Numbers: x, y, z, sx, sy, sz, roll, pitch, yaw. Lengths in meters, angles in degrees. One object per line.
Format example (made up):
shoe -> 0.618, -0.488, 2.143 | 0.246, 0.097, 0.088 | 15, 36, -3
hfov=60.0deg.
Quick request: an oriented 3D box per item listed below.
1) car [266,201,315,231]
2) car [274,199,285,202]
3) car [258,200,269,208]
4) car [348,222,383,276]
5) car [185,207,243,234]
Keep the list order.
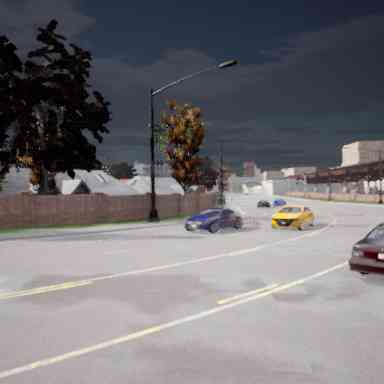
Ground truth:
car -> 6.813, 1.608, 22.166 | 1.882, 1.535, 5.008 | -1, -1, 32
car -> 16.666, 2.023, 62.851 | 1.882, 1.535, 5.008 | -1, -1, 6
car -> 12.725, 2.118, 58.907 | 2.033, 1.411, 5.357 | -1, -1, 7
car -> 6.234, 1.563, 9.635 | 2.033, 1.411, 5.357 | -1, -1, 43
car -> 1.497, 1.678, 20.625 | 1.812, 1.442, 4.674 | -1, -1, 37
